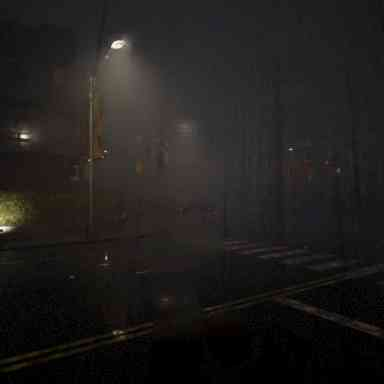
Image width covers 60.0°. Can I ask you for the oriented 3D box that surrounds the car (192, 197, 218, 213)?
[{"bbox_3d":[0.711,1.564,36.697,1.994,1.385,4.181,0,0,-35],"label":"car"}]

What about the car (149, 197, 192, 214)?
[{"bbox_3d":[-2.373,1.526,35.002,1.812,1.442,4.674,0,0,-35],"label":"car"}]

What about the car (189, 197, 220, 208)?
[{"bbox_3d":[1.785,1.478,49.512,1.882,1.535,5.008,0,0,-35],"label":"car"}]

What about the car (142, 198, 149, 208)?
[{"bbox_3d":[-5.089,1.492,45.125,2.128,1.511,4.902,0,0,-34],"label":"car"}]
